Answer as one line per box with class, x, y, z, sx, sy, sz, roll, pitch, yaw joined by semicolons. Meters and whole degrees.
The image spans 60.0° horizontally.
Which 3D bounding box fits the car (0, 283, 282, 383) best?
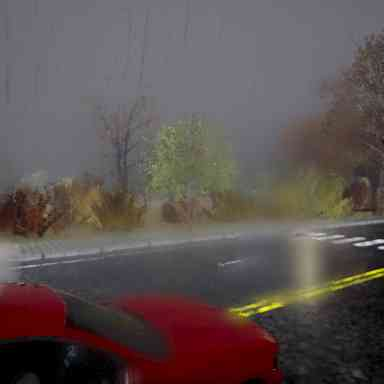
car;-1.448;1.477;2.409;5.008;1.535;1.882;0;0;-35
